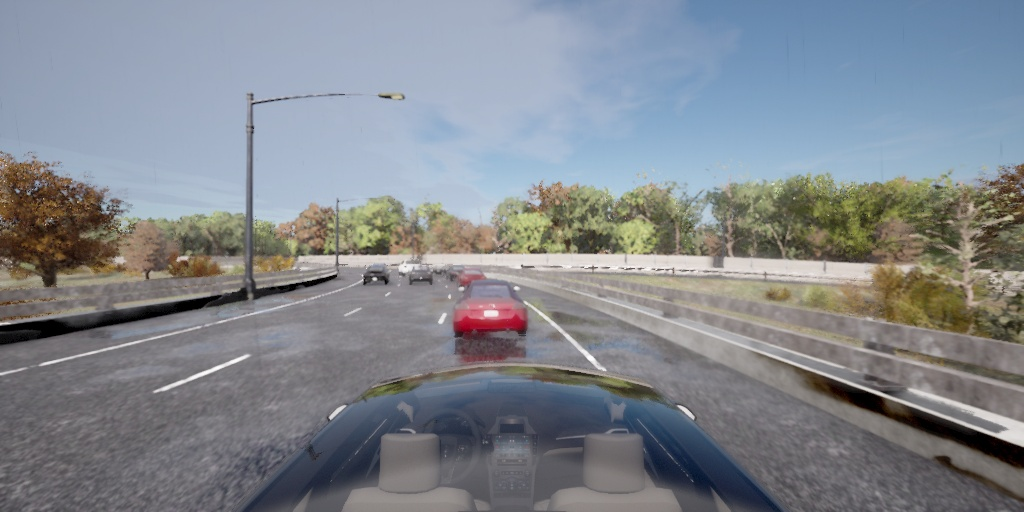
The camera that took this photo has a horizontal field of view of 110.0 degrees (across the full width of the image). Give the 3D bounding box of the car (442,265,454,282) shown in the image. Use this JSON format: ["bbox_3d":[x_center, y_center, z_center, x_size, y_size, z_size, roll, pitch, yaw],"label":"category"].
[{"bbox_3d":[-5.238,1.623,34.157,1.812,1.442,4.674,0,-1,-17],"label":"car"}]

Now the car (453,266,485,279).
[{"bbox_3d":[-2.775,1.518,24.423,1.812,1.442,4.674,0,-1,-12],"label":"car"}]

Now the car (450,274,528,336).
[{"bbox_3d":[-0.673,1.409,10.787,1.994,1.385,4.181,0,-1,-5],"label":"car"}]

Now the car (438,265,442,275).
[{"bbox_3d":[-9.013,1.812,44.600,1.895,1.301,4.718,0,-1,-23],"label":"car"}]

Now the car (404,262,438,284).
[{"bbox_3d":[-7.759,1.554,30.419,2.128,1.511,4.902,0,0,-15],"label":"car"}]

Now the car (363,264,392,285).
[{"bbox_3d":[-11.272,1.565,30.051,1.837,1.490,4.892,0,-1,-16],"label":"car"}]

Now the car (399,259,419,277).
[{"bbox_3d":[-12.519,1.431,43.924,2.150,2.045,5.566,0,-1,-23],"label":"car"}]
